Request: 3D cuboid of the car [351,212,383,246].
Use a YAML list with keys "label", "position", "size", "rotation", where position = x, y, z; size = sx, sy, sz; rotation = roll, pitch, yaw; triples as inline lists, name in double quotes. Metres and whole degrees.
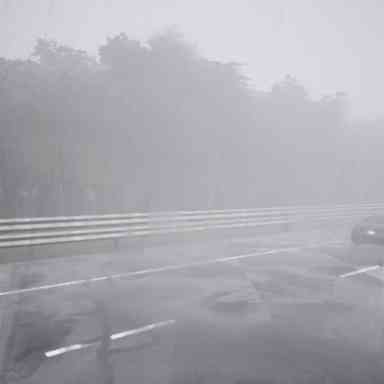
- label: "car"
  position: [8.660, 1.560, 14.220]
  size: [4.181, 1.385, 1.994]
  rotation: [0, 0, -35]
